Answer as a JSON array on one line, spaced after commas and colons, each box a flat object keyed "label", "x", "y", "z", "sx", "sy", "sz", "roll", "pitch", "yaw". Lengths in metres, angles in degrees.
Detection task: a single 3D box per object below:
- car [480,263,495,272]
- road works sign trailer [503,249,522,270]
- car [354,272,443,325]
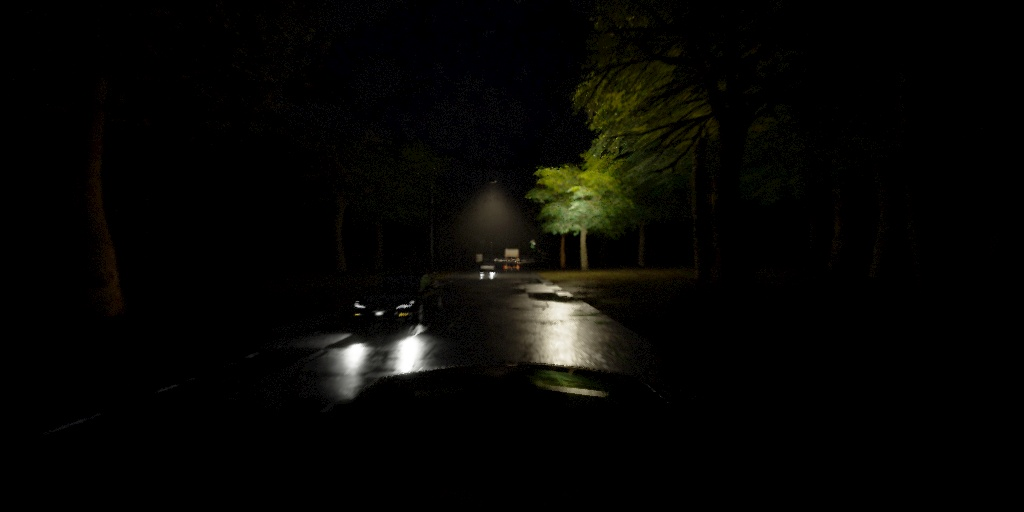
[{"label": "car", "x": -3.558, "y": 1.644, "z": 52.737, "sx": 1.895, "sy": 1.301, "sz": 4.718, "roll": 0, "pitch": 0, "yaw": 1}, {"label": "road works sign trailer", "x": -0.014, "y": 0.531, "z": 58.504, "sx": 2.380, "sy": 3.560, "sz": 2.880, "roll": 0, "pitch": 0, "yaw": 0}, {"label": "car", "x": -3.601, "y": 1.322, "z": 12.160, "sx": 1.837, "sy": 1.490, "sz": 4.892, "roll": 0, "pitch": 0, "yaw": 0}]
